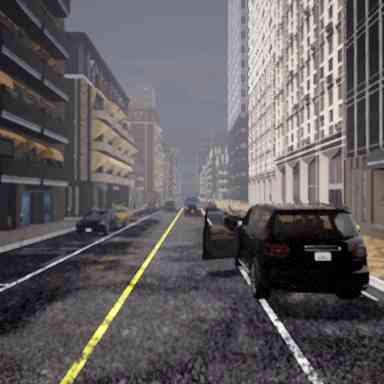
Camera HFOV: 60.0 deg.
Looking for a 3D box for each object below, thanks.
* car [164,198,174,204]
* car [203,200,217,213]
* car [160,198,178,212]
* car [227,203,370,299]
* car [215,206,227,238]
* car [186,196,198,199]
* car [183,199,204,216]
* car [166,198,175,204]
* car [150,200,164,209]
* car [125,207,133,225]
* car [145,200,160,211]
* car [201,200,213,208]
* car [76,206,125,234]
[{"bbox_3d":[-5.717,2.308,82.643,2.008,1.369,4.403,0,-1,0],"label":"car"},{"bbox_3d":[2.674,1.981,48.755,1.887,1.381,4.507,0,-1,0],"label":"car"},{"bbox_3d":[-3.026,1.923,46.448,1.837,1.490,4.892,0,-1,0],"label":"car"},{"bbox_3d":[2.391,1.297,8.760,2.150,2.045,5.566,0,-1,0],"label":"car"},{"bbox_3d":[2.683,1.745,20.514,1.947,1.339,4.313,0,-1,0],"label":"car"},{"bbox_3d":[-0.014,1.636,46.401,2.150,2.045,5.566,0,-1,0],"label":"car"},{"bbox_3d":[0.065,1.849,36.430,1.812,1.442,4.674,0,-1,0],"label":"car"},{"bbox_3d":[-5.718,2.363,88.291,2.008,1.369,4.403,0,-1,0],"label":"car"},{"bbox_3d":[-5.708,2.071,54.401,1.802,1.307,4.206,0,-1,0],"label":"car"},{"bbox_3d":[-5.700,1.754,25.990,1.752,1.417,4.829,0,-1,0],"label":"car"},{"bbox_3d":[-5.707,1.876,48.754,1.967,1.590,4.097,0,-1,0],"label":"car"},{"bbox_3d":[2.670,2.092,60.052,2.008,1.369,4.403,0,-1,0],"label":"car"},{"bbox_3d":[-5.698,1.745,20.511,1.947,1.339,4.313,0,-1,0],"label":"car"}]
